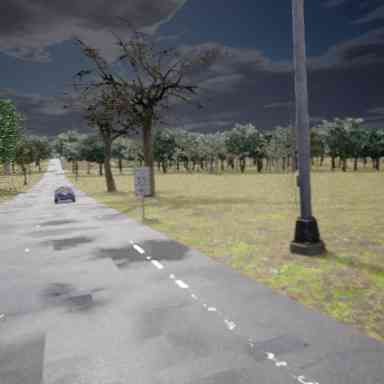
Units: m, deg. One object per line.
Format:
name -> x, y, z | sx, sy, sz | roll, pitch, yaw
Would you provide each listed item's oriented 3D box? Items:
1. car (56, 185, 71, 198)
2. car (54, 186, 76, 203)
car -> -18.764, -0.114, 48.419 | 1.812, 1.442, 4.674 | -4, 4, -21
car -> -14.419, 0.183, 37.691 | 2.097, 1.767, 4.553 | -4, 4, -21
